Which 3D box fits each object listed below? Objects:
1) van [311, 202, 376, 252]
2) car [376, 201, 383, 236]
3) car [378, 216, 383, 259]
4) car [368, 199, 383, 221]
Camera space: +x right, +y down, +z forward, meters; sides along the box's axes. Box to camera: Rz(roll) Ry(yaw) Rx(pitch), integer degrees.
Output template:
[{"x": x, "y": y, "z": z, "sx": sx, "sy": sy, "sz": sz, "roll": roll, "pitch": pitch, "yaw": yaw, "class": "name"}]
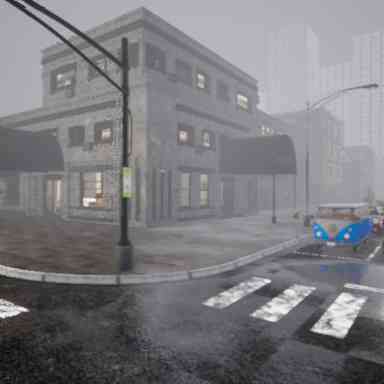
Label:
[{"x": 6.134, "y": 1.316, "z": 13.493, "sx": 1.690, "sy": 1.788, "sz": 3.998, "roll": 0, "pitch": 0, "yaw": 35, "class": "van"}, {"x": 9.332, "y": 1.415, "z": 17.997, "sx": 1.967, "sy": 1.590, "sz": 4.097, "roll": 0, "pitch": 0, "yaw": 35, "class": "car"}, {"x": 7.884, "y": 1.560, "z": 11.490, "sx": 1.994, "sy": 1.385, "sz": 4.181, "roll": 1, "pitch": 0, "yaw": 35, "class": "car"}, {"x": 15.728, "y": 1.417, "z": 27.007, "sx": 1.967, "sy": 1.590, "sz": 4.097, "roll": 0, "pitch": 0, "yaw": 35, "class": "car"}]
